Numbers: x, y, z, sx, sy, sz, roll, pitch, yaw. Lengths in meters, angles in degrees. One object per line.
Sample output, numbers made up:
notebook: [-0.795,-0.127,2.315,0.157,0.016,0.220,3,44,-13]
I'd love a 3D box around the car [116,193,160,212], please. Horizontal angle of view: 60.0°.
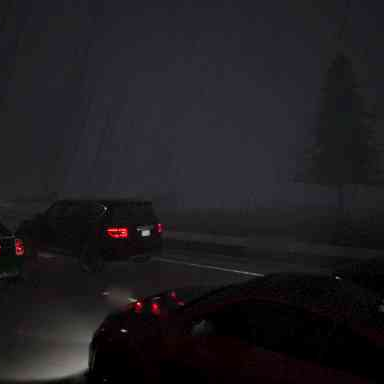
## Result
car: [-6.563,1.221,41.094,2.150,2.045,5.566,0,0,36]

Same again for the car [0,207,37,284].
car: [-6.188,1.352,8.364,4.553,1.767,2.097,0,0,36]

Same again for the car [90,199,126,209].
car: [-11.564,1.601,46.115,1.895,1.301,4.718,0,0,36]

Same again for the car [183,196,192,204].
car: [-1.965,1.478,59.236,1.882,1.535,5.008,0,1,36]

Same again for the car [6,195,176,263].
car: [-3.445,1.221,10.707,5.566,2.045,2.150,0,0,36]

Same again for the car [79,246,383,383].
car: [0.865,1.564,3.371,4.181,1.385,1.994,0,0,35]

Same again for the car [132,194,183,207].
car: [-3.935,1.221,38.758,2.150,2.045,5.566,0,0,36]

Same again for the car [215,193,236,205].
car: [6.770,1.477,59.282,1.882,1.535,5.008,0,0,37]

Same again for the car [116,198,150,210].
car: [-7.951,1.526,45.126,1.812,1.442,4.674,0,0,36]

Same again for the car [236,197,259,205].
car: [9.940,1.565,57.684,1.994,1.385,4.181,0,0,37]

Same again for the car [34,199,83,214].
car: [-14.461,1.526,36.210,1.812,1.442,4.674,0,0,36]

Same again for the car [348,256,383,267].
car: [4.734,1.478,4.913,5.008,1.535,1.882,0,0,35]

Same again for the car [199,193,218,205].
car: [3.611,1.223,60.900,2.150,2.045,5.566,0,0,37]

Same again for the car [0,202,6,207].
car: [-13.057,1.222,26.123,2.150,2.045,5.566,0,0,35]

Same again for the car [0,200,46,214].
car: [-18.711,1.601,36.324,1.895,1.301,4.718,0,0,36]
